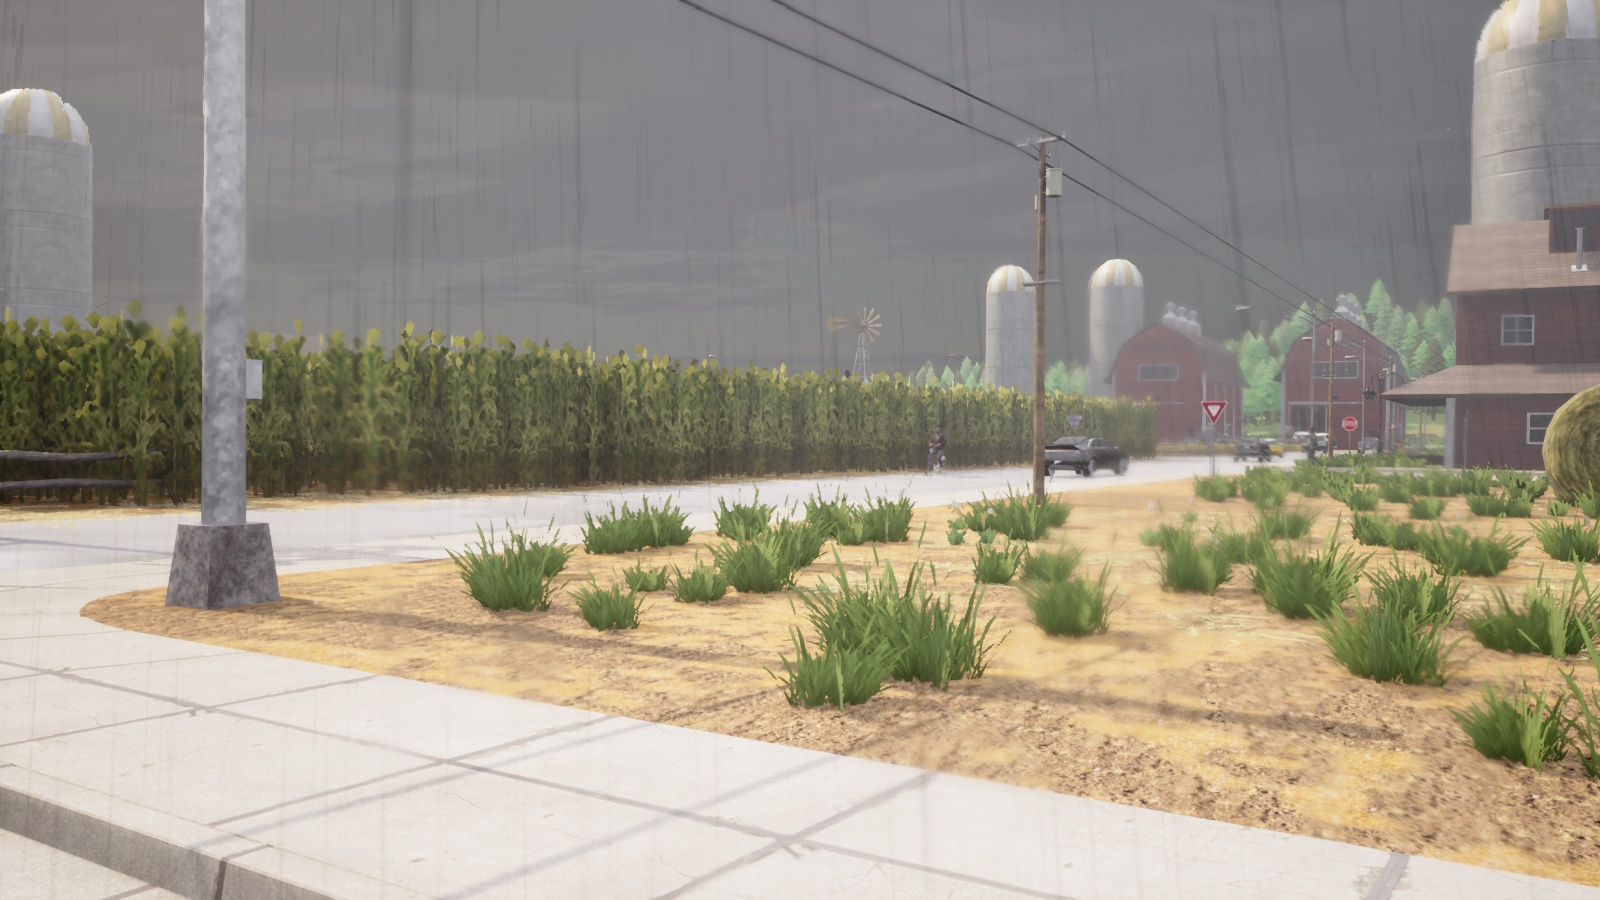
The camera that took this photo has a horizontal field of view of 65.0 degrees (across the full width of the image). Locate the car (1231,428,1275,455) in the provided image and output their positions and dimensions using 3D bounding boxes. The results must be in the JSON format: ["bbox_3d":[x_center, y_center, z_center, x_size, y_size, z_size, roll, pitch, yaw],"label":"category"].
[{"bbox_3d":[27.061,-0.525,74.976,1.789,1.549,3.705,0,1,30],"label":"car"}]

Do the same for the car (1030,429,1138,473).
[{"bbox_3d":[10.580,-0.008,46.507,2.128,1.511,4.902,0,1,36],"label":"car"}]

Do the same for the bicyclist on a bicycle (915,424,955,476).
[{"bbox_3d":[4.737,-0.007,44.004,0.659,1.776,1.843,0,1,31],"label":"bicyclist on a bicycle"}]

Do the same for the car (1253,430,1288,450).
[{"bbox_3d":[33.063,-0.683,88.230,2.207,1.376,1.481,-2,1,-44],"label":"car"}]

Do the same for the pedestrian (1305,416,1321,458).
[{"bbox_3d":[22.669,-0.562,55.510,0.614,1.847,0.353,0,1,29],"label":"pedestrian"}]
